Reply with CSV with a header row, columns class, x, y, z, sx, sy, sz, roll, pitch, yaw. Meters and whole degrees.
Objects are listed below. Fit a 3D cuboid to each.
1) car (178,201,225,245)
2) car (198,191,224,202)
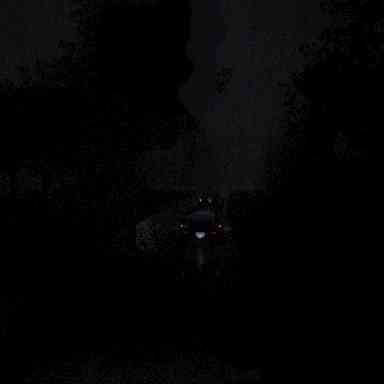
class,x,y,z,sx,sy,sz,roll,pitch,yaw
car,0.437,1.352,14.515,1.812,1.442,4.674,0,1,3
car,1.709,0.675,29.332,2.097,1.767,4.553,0,3,6
